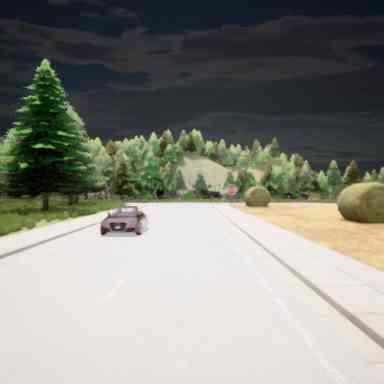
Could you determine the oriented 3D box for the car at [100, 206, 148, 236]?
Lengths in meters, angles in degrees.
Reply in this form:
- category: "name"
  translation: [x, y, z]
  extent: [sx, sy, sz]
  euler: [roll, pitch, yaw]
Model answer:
- category: "car"
  translation: [-3.502, 1.468, 17.735]
  extent: [1.994, 1.385, 4.181]
  euler: [0, 0, 0]
